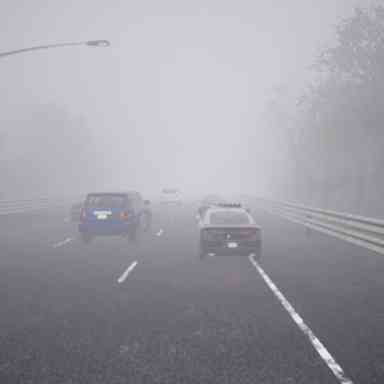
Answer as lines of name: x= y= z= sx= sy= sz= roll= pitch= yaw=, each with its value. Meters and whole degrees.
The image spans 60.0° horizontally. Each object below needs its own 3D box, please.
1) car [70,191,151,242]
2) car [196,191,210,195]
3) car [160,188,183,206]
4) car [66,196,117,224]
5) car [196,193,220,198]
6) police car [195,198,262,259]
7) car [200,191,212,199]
car: x=-3.212 y=0.954 z=14.816 sx=2.150 sy=2.045 sz=5.566 roll=0 pitch=1 yaw=1
car: x=1.550 y=0.699 z=47.380 sx=1.812 sy=1.442 sz=4.674 roll=0 pitch=1 yaw=4
car: x=-2.347 y=0.538 z=38.544 sx=2.150 sy=2.045 sz=5.566 roll=0 pitch=0 yaw=3
car: x=-6.516 y=1.107 z=22.212 sx=1.837 sy=1.490 sz=4.892 roll=0 pitch=1 yaw=2
car: x=1.395 y=1.094 z=21.511 sx=1.882 sy=1.535 sz=5.008 roll=0 pitch=1 yaw=2
police car: x=1.164 y=1.213 z=11.750 sx=1.930 sy=1.638 sz=5.238 roll=0 pitch=1 yaw=1
car: x=2.681 y=0.459 z=63.167 sx=2.033 sy=1.411 sz=5.357 roll=0 pitch=1 yaw=5
